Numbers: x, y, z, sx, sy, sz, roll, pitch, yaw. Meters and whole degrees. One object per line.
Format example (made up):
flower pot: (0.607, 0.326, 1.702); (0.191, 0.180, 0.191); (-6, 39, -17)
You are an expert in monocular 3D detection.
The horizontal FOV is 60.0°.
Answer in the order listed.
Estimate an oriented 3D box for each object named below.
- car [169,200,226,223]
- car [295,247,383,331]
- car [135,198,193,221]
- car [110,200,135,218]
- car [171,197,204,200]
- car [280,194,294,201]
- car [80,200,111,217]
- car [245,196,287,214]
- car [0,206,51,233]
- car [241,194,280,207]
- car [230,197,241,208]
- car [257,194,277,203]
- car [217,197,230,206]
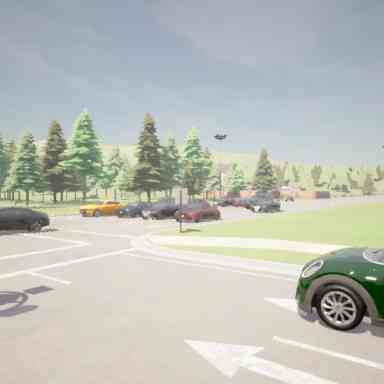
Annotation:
car: (0.486, 1.564, 25.705); (1.994, 1.385, 4.181); (0, 0, 36)
car: (4.088, 1.352, 5.374); (4.553, 1.767, 2.097); (0, 0, 36)
car: (-2.248, 1.526, 27.892); (1.812, 1.442, 4.674); (0, 0, 36)
car: (-4.905, 1.564, 30.176); (1.994, 1.385, 4.181); (0, 0, 37)
car: (0.174, 1.505, 37.107); (1.837, 1.490, 4.892); (0, 0, 36)
car: (16.712, 0.970, 59.473); (2.097, 1.767, 4.553); (0, 0, 36)
car: (-8.245, 1.478, 31.553); (1.882, 1.535, 5.008); (0, 0, 36)
car: (8.057, 1.490, 36.016); (2.128, 1.511, 4.902); (0, 0, 36)
car: (-10.138, 1.525, 17.974); (4.674, 1.442, 1.812); (0, 0, -43)
car: (8.983, 1.223, 43.189); (2.150, 2.045, 5.566); (0, 0, 37)
car: (7.671, 1.564, 47.307); (1.994, 1.385, 4.181); (0, 0, 36)
car: (13.873, 1.178, 61.519); (1.812, 1.442, 4.674); (0, 0, 36)
car: (4.783, 1.492, 49.289); (2.128, 1.511, 4.902); (0, 0, 36)
